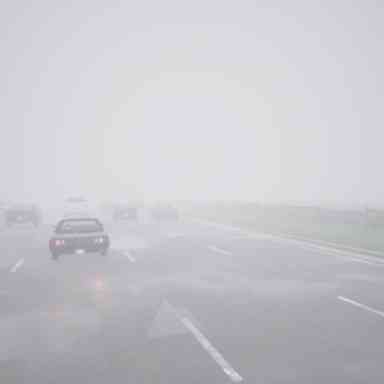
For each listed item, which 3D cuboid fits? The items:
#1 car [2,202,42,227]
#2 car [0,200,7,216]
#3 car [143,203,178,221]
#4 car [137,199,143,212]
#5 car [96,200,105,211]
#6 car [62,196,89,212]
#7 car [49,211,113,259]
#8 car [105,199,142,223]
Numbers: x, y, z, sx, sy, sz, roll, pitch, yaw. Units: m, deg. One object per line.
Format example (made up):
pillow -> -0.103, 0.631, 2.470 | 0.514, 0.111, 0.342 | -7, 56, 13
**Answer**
car -> -12.208, 1.617, 24.469 | 1.882, 1.535, 5.008 | 0, 0, -20
car -> -18.606, 1.548, 32.010 | 2.097, 1.767, 4.553 | 0, 0, -20
car -> -2.652, 1.671, 28.950 | 1.994, 1.385, 4.181 | 0, 0, -20
car -> -7.179, 1.663, 41.665 | 2.128, 1.511, 4.902 | 0, 0, -20
car -> -10.429, 1.689, 40.357 | 1.837, 1.490, 4.892 | 0, 0, -20
car -> -11.097, 1.379, 31.785 | 2.150, 2.045, 5.566 | 0, 0, -20
car -> -4.411, 1.664, 12.988 | 1.895, 1.301, 4.718 | 0, 0, -20
car -> -5.674, 1.594, 26.985 | 1.882, 1.535, 5.008 | 0, 0, -20
